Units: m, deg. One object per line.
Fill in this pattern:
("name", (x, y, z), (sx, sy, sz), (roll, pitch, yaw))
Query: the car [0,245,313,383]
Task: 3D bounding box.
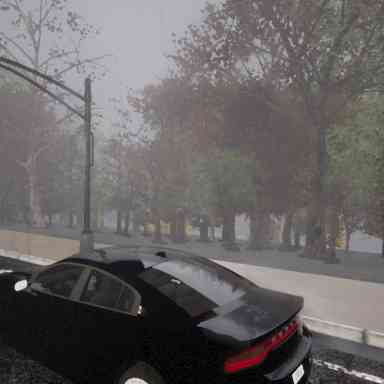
("car", (-1.034, 1.477, 4.477), (5.008, 1.535, 1.882), (0, 0, 36))
